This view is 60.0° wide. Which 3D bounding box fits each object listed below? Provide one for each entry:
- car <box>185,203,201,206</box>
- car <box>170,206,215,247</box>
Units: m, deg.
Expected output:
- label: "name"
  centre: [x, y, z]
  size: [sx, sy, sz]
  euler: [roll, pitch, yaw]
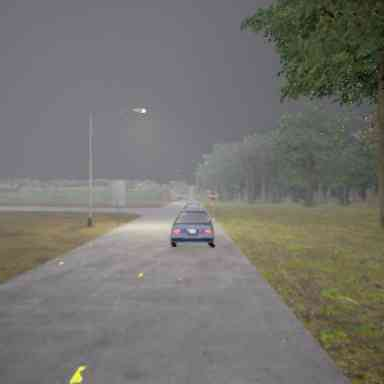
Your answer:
- label: "car"
  centre: [0.078, 1.602, 26.999]
  size: [1.994, 1.385, 4.181]
  euler: [0, 0, 0]
- label: "car"
  centre: [0.082, 1.552, 15.088]
  size: [2.033, 1.411, 5.357]
  euler: [0, 0, 2]
